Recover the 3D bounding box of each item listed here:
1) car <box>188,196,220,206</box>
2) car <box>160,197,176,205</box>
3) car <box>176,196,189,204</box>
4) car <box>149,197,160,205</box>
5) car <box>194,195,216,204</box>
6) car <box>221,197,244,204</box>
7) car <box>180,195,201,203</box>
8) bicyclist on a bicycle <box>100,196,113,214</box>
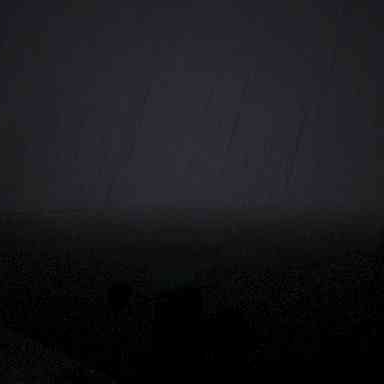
[{"bbox_3d":[1.990,1.478,53.634,1.882,1.535,5.008,0,0,35],"label":"car"},{"bbox_3d":[-3.025,1.564,58.659,1.994,1.385,4.181,0,0,35],"label":"car"},{"bbox_3d":[-0.152,1.564,56.662,1.994,1.385,4.181,0,0,35],"label":"car"},{"bbox_3d":[-5.855,1.564,60.712,1.994,1.385,4.181,0,0,35],"label":"car"},{"bbox_3d":[2.668,1.477,66.914,1.882,1.535,5.008,0,0,35],"label":"car"},{"bbox_3d":[7.952,1.601,62.253,1.895,1.301,4.718,0,0,35],"label":"car"},{"bbox_3d":[-0.202,1.477,68.917,1.882,1.535,5.008,0,0,35],"label":"car"},{"bbox_3d":[-8.062,1.156,31.742,1.656,1.620,0.582,33,17,27],"label":"bicyclist on a bicycle"}]
